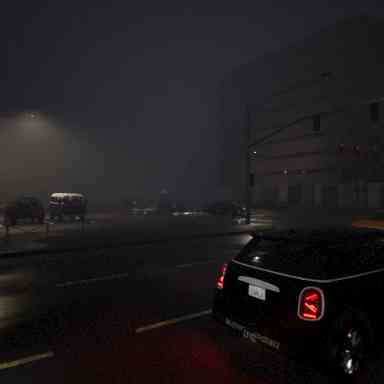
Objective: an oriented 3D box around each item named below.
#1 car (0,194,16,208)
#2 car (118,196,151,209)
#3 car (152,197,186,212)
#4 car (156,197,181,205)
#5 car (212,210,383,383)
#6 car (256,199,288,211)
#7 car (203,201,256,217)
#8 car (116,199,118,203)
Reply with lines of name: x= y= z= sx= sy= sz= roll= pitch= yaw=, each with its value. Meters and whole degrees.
car: x=-31.720 y=1.210 z=56.462 sx=1.932 sy=1.855 sz=4.605 roll=0 pitch=0 yaw=-35
car: x=-8.288 y=1.410 z=47.578 sx=2.097 sy=1.767 sz=4.553 roll=0 pitch=0 yaw=-35
car: x=-2.526 y=1.583 z=39.463 sx=1.812 sy=1.442 sz=4.674 roll=0 pitch=0 yaw=-36
car: x=-4.272 y=1.606 z=60.384 sx=2.033 sy=1.411 sz=5.357 roll=0 pitch=0 yaw=-35
car: x=2.600 y=1.353 z=5.657 sx=4.553 sy=1.767 sz=2.097 roll=0 pitch=0 yaw=-35
car: x=9.311 y=1.606 z=41.167 sx=2.033 sy=1.411 sz=5.357 roll=0 pitch=0 yaw=-35
car: x=3.167 y=1.605 z=31.430 sx=2.033 sy=1.411 sz=5.357 roll=0 pitch=0 yaw=-35
car: x=-13.961 y=1.622 z=67.979 sx=1.994 sy=1.385 sz=4.181 roll=0 pitch=0 yaw=-35
